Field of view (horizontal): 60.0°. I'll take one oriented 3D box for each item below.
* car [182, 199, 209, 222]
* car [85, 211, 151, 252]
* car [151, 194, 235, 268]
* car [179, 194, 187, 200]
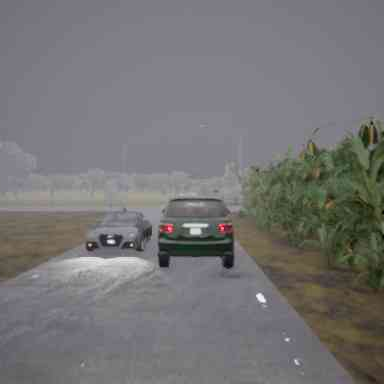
[{"bbox_3d":[0.271,1.344,25.658,1.882,1.535,5.008,0,0,1],"label":"car"},{"bbox_3d":[-2.746,1.487,13.297,1.994,1.385,4.181,0,0,0],"label":"car"},{"bbox_3d":[0.152,1.146,11.184,2.150,2.045,5.566,0,-1,1],"label":"car"},{"bbox_3d":[-2.135,1.159,83.396,1.812,1.442,4.674,0,0,0],"label":"car"}]
